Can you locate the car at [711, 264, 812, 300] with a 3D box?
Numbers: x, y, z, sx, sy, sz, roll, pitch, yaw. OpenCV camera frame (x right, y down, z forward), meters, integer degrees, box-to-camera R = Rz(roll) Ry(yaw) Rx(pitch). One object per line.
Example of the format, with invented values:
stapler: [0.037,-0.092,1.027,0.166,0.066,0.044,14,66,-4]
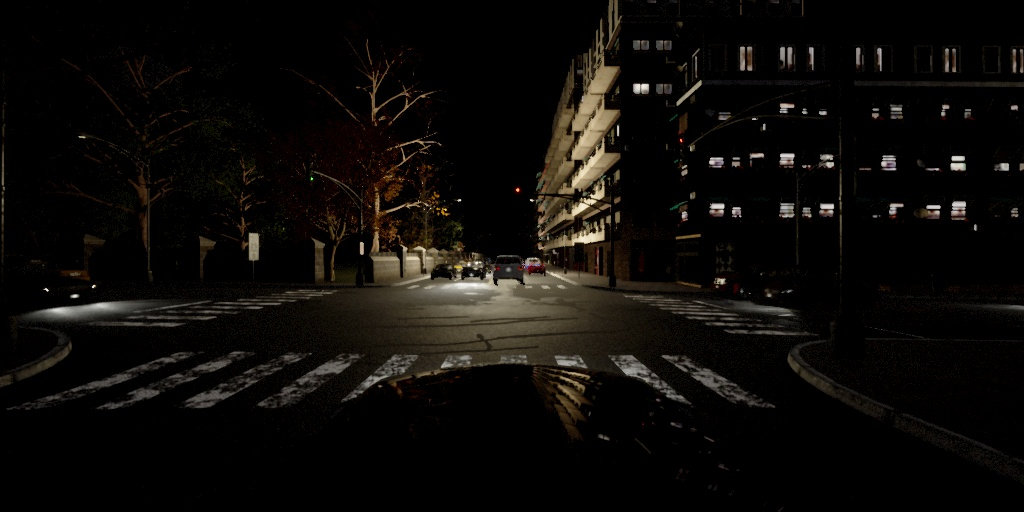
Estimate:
car: [13.359,1.352,18.998,5.009,1.841,2.192,0,0,-1]

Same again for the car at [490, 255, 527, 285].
car: [-0.252,0.980,26.668,2.150,2.045,5.566,0,0,-1]

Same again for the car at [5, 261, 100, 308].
car: [-18.225,0.995,12.736,5.357,1.411,2.033,1,0,-1]

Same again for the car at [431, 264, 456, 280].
car: [-5.847,1.327,31.235,1.948,1.339,4.313,0,0,0]

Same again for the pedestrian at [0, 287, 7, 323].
pedestrian: [-7.424,1.045,4.956,0.375,1.860,0.375,0,0,0]

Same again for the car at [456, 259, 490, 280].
car: [-3.250,1.253,31.066,2.128,1.511,4.902,0,0,0]

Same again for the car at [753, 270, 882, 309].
car: [14.106,1.566,16.427,4.674,1.442,1.812,1,0,-1]

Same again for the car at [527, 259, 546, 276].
car: [2.503,1.311,36.910,1.888,1.381,4.507,0,0,0]

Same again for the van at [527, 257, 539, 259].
van: [2.472,1.112,42.541,1.690,1.789,3.998,0,0,0]
